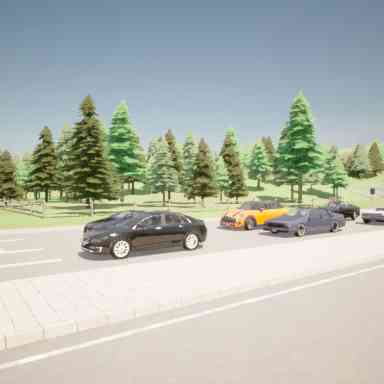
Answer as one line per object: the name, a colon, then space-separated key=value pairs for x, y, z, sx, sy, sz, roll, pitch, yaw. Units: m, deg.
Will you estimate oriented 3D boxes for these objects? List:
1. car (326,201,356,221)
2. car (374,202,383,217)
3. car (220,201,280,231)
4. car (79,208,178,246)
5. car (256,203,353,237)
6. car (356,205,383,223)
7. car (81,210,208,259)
car: x=11.192 y=1.491 z=25.993 sx=4.902 sy=1.511 sz=2.128 roll=0 pitch=0 yaw=-35
car: x=19.508 y=1.601 z=31.801 sx=4.718 sy=1.301 sz=1.895 roll=0 pitch=0 yaw=-35
car: x=3.939 y=1.352 z=20.873 sx=4.553 sy=1.767 sz=2.097 roll=0 pitch=0 yaw=-35
car: x=-2.996 y=1.564 z=15.946 sx=4.181 sy=1.385 sz=1.994 roll=0 pitch=0 yaw=-34
car: x=6.288 y=1.547 z=18.254 sx=5.357 sy=1.411 sz=2.033 roll=0 pitch=0 yaw=-35
car: x=14.117 y=1.601 z=23.783 sx=4.718 sy=1.301 sz=1.895 roll=0 pitch=0 yaw=-35
car: x=-1.655 y=1.505 z=12.620 sx=4.892 sy=1.490 sz=1.837 roll=0 pitch=0 yaw=-35
